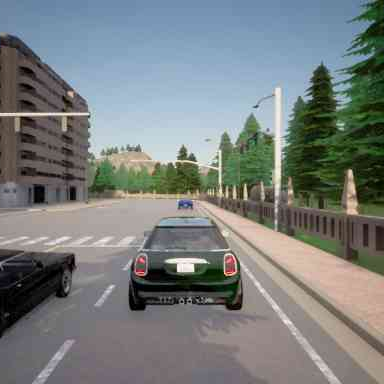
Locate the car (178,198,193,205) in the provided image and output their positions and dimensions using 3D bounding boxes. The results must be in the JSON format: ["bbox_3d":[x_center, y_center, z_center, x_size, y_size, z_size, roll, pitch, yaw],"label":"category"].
[{"bbox_3d":[-0.861,1.477,44.288,1.882,1.535,5.008,0,0,-1],"label":"car"}]

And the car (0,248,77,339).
[{"bbox_3d":[-3.543,1.601,5.580,1.895,1.301,4.718,0,0,-1],"label":"car"}]

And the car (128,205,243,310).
[{"bbox_3d":[-0.126,1.352,7.951,2.097,1.767,4.553,0,0,0],"label":"car"}]
